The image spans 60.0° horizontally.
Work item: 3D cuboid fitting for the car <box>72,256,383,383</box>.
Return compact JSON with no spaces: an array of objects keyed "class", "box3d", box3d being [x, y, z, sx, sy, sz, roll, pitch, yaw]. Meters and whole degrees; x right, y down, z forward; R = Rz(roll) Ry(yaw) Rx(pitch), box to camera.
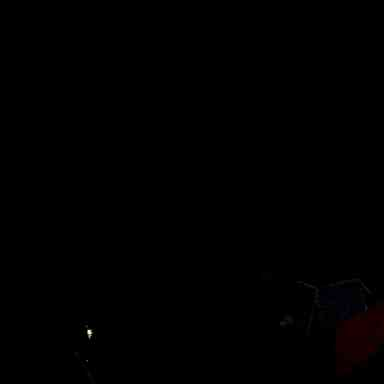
[{"class":"car","box3d":[1.056,1.617,4.254,4.718,1.301,1.895,0,0,-37]}]
